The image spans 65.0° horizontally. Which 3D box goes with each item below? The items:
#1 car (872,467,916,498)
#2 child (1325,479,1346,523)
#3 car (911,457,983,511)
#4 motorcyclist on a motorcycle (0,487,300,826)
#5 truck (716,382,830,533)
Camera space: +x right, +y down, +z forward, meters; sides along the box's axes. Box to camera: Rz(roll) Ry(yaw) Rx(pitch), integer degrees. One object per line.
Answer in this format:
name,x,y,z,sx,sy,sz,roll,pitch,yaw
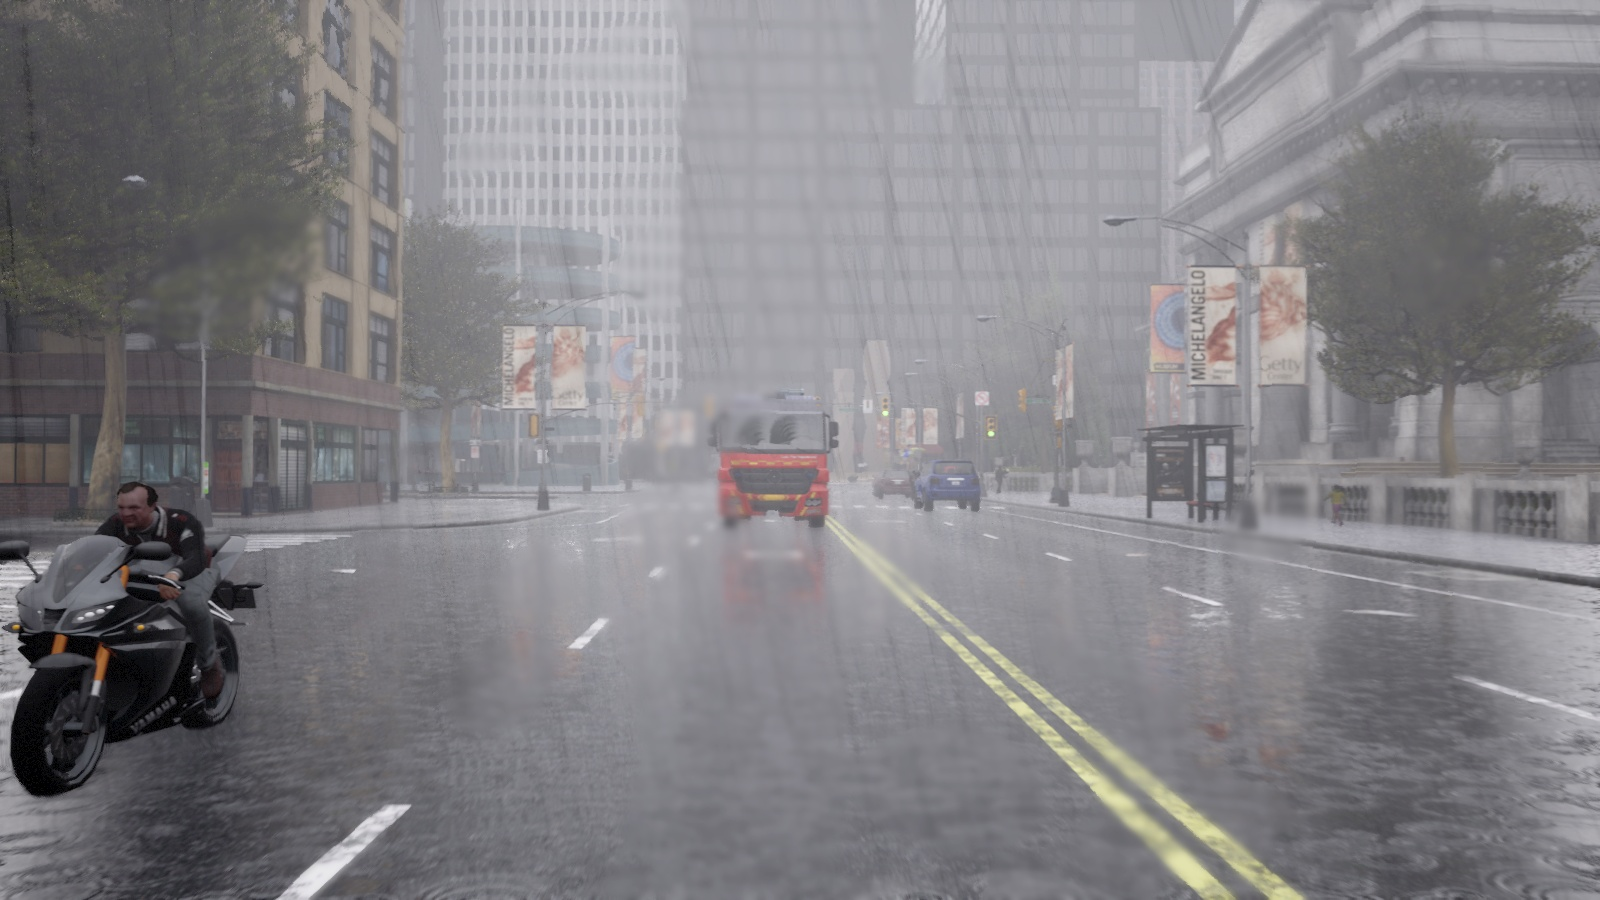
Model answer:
car,5.412,1.865,72.657,2.097,1.767,4.553,0,-1,-1
child,14.320,1.347,33.567,0.299,1.160,0.473,0,-1,-8
car,5.892,1.361,51.014,2.150,2.045,5.566,0,-1,-1
motorcyclist on a motorcycle,-3.600,0.982,6.886,0.866,1.530,2.191,0,-1,-1
truck,-0.769,0.260,36.229,2.891,3.827,8.468,0,-1,-1
